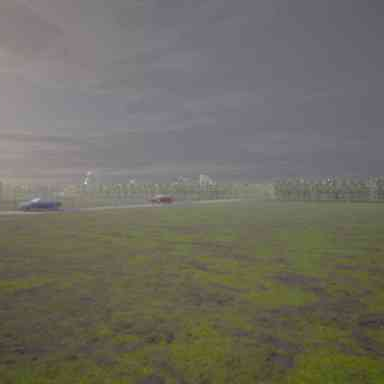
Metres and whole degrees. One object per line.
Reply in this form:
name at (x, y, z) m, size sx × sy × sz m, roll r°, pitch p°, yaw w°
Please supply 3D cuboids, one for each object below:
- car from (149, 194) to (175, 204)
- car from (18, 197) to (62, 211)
car at (-4.844, 1.109, 53.496) m, size 1.882 × 1.535 × 5.008 m, roll 0°, pitch 0°, yaw 36°
car at (-16.850, 1.339, 37.063) m, size 1.812 × 1.442 × 4.674 m, roll 0°, pitch 0°, yaw 36°
